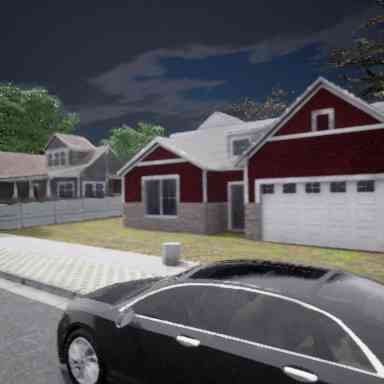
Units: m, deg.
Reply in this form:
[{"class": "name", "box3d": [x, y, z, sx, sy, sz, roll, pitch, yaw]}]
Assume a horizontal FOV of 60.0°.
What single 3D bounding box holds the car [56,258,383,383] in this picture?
[{"class": "car", "box3d": [0.500, 1.514, 3.596, 4.892, 1.490, 1.837, 0, 0, 35]}]
